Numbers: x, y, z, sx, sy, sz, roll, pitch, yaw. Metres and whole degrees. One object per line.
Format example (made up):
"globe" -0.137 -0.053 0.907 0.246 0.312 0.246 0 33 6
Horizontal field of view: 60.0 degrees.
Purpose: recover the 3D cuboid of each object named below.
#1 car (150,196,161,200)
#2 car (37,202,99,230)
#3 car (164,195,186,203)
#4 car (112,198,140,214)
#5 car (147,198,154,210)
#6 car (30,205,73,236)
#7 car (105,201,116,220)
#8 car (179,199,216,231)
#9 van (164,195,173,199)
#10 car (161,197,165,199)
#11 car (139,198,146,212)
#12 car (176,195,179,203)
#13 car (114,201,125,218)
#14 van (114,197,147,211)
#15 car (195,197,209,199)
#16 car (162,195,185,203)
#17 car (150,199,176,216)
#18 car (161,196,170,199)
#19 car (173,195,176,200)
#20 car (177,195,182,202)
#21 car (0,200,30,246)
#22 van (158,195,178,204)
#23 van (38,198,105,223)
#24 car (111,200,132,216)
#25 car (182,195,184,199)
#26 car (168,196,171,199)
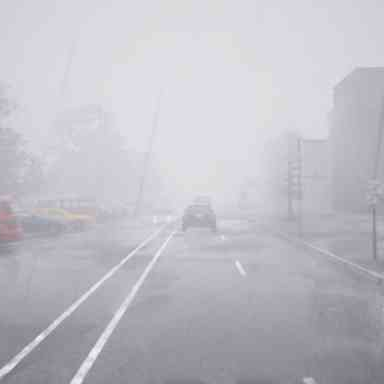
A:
"car" -7.615 1.806 50.915 4.553 1.767 2.185 -1 0 -16
"car" -8.958 1.663 21.338 5.366 1.575 1.946 -1 -1 -18
"car" -4.634 1.794 89.297 5.566 2.045 2.435 -1 0 -15
"car" -8.718 1.815 36.024 5.366 1.575 1.946 -1 0 -17
"car" -8.038 1.930 44.979 4.674 1.452 2.002 -1 -1 -17
"car" -9.219 1.680 18.309 4.674 1.452 2.002 -1 -1 -19
"car" -8.928 1.768 27.214 4.674 1.452 2.002 -1 0 -18
"car" 0.492 1.540 22.295 2.097 1.767 4.553 0 -1 2
"van" -6.608 1.782 65.668 4.442 1.987 1.878 -1 0 -15
"car" -7.436 1.952 53.873 4.892 1.521 2.231 -1 -1 -16
"car" -8.378 1.842 39.044 5.008 1.535 2.097 -1 0 -17
"car" -6.032 2.024 71.613 5.008 1.535 2.097 -1 -1 -15
"car" -8.789 1.798 30.165 4.674 1.452 2.002 0 -1 -17
"van" -8.330 1.642 41.975 4.442 1.987 1.878 -1 0 -17
"car" 1.270 1.579 40.148 2.150 2.045 5.566 0 -1 3
"car" -4.821 1.791 86.375 5.566 2.045 2.435 -1 0 -15
"car" -3.205 1.866 37.783 1.812 1.442 4.674 0 -1 3
"car" -7.026 1.962 56.887 5.366 1.575 1.946 -1 -1 -16
"car" -6.291 1.891 68.650 4.553 1.767 2.185 -1 -1 -15
"car" -5.821 1.780 74.550 5.566 2.045 2.435 -1 0 -15
"car" -9.381 1.335 12.358 5.566 2.045 2.435 -1 0 -19
"van" -5.664 1.811 77.473 4.442 1.987 1.878 -1 0 -15
"van" -8.931 1.471 24.289 4.442 1.987 1.878 -1 -1 -18
"car" -8.673 1.827 33.110 4.674 1.452 2.002 -1 0 -17
"car" -4.909 2.035 83.475 5.366 1.575 1.946 -1 0 -16
"car" -7.150 1.981 59.747 5.366 1.575 1.946 -1 0 -16
